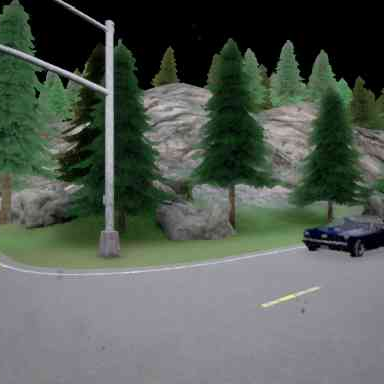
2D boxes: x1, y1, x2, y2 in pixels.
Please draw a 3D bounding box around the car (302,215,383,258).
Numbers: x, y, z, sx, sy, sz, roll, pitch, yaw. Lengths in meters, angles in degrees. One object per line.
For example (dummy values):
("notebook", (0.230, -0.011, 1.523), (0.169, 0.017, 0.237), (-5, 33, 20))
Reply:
("car", (6.314, 1.609, 12.954), (4.718, 1.301, 1.895), (0, 0, -39))
